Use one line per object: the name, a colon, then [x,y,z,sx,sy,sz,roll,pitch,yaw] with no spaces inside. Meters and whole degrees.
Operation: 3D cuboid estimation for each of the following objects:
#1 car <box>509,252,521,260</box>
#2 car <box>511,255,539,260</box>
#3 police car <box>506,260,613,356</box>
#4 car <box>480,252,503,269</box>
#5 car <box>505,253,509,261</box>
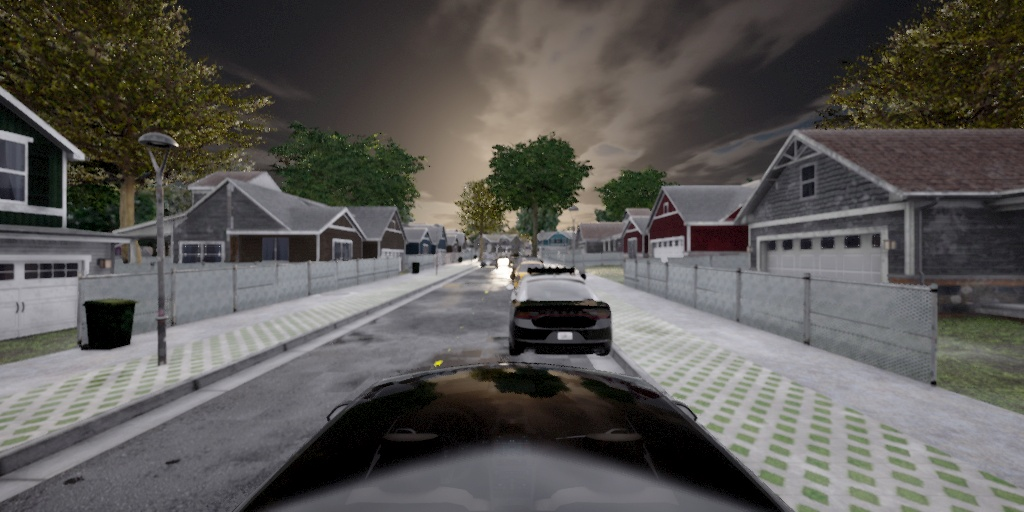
car: [1.038,0.720,24.327,2.097,1.767,4.553,0,1,1]
car: [0.986,0.923,18.550,1.801,1.575,5.366,0,1,1]
police car: [0.896,1.063,8.468,1.930,1.638,5.238,0,1,1]
car: [-2.489,0.586,40.448,2.128,1.511,4.902,0,1,1]
car: [0.461,0.483,47.364,1.837,1.490,4.892,0,1,1]
